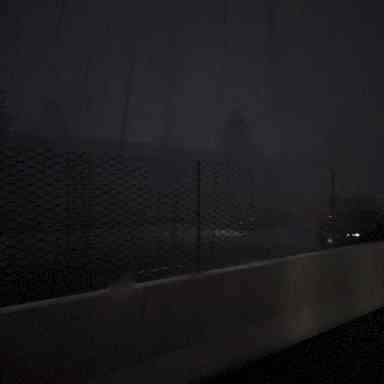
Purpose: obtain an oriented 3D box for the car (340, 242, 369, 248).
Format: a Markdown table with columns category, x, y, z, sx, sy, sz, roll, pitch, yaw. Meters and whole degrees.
| category | x | y | z | sx | sy | sz | roll | pitch | yaw |
| --- | --- | --- | --- | --- | --- | --- | --- | --- | --- |
| car | 6.902 | 1.471 | 13.213 | 4.902 | 1.511 | 2.128 | 0 | 0 | -35 |
